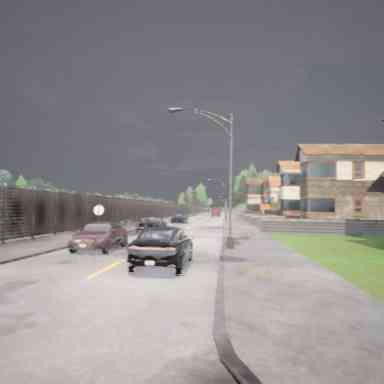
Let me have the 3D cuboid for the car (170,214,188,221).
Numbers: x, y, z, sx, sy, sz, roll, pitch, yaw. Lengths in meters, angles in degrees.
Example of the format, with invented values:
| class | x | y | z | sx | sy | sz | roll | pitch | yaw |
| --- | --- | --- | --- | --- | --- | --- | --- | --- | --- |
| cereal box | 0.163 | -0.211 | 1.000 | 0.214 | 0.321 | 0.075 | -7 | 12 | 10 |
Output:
| class | x | y | z | sx | sy | sz | roll | pitch | yaw |
| --- | --- | --- | --- | --- | --- | --- | --- | --- | --- |
| car | -1.777 | 3.789 | 46.436 | 1.895 | 1.301 | 4.718 | 1 | -3 | 6 |

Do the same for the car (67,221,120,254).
| class | x | y | z | sx | sy | sz | roll | pitch | yaw |
| --- | --- | --- | --- | --- | --- | --- | --- | --- | --- |
| car | -4.702 | 2.262 | 17.276 | 1.812 | 1.442 | 4.674 | 1 | -3 | 5 |

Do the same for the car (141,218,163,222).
| class | x | y | z | sx | sy | sz | roll | pitch | yaw |
| --- | --- | --- | --- | --- | --- | --- | --- | --- | --- |
| car | -3.533 | 2.937 | 29.349 | 1.895 | 1.301 | 4.718 | 1 | -3 | 6 |

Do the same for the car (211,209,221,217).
| class | x | y | z | sx | sy | sz | roll | pitch | yaw |
| --- | --- | --- | --- | --- | --- | --- | --- | --- | --- |
| car | 6.242 | 5.505 | 86.741 | 2.150 | 2.045 | 5.566 | 1 | -3 | 6 |

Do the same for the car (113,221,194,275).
| class | x | y | z | sx | sy | sz | roll | pitch | yaw |
| --- | --- | --- | --- | --- | --- | --- | --- | --- | --- |
| car | -1.061 | 2.085 | 12.618 | 2.128 | 1.511 | 4.902 | 1 | -3 | 6 |
